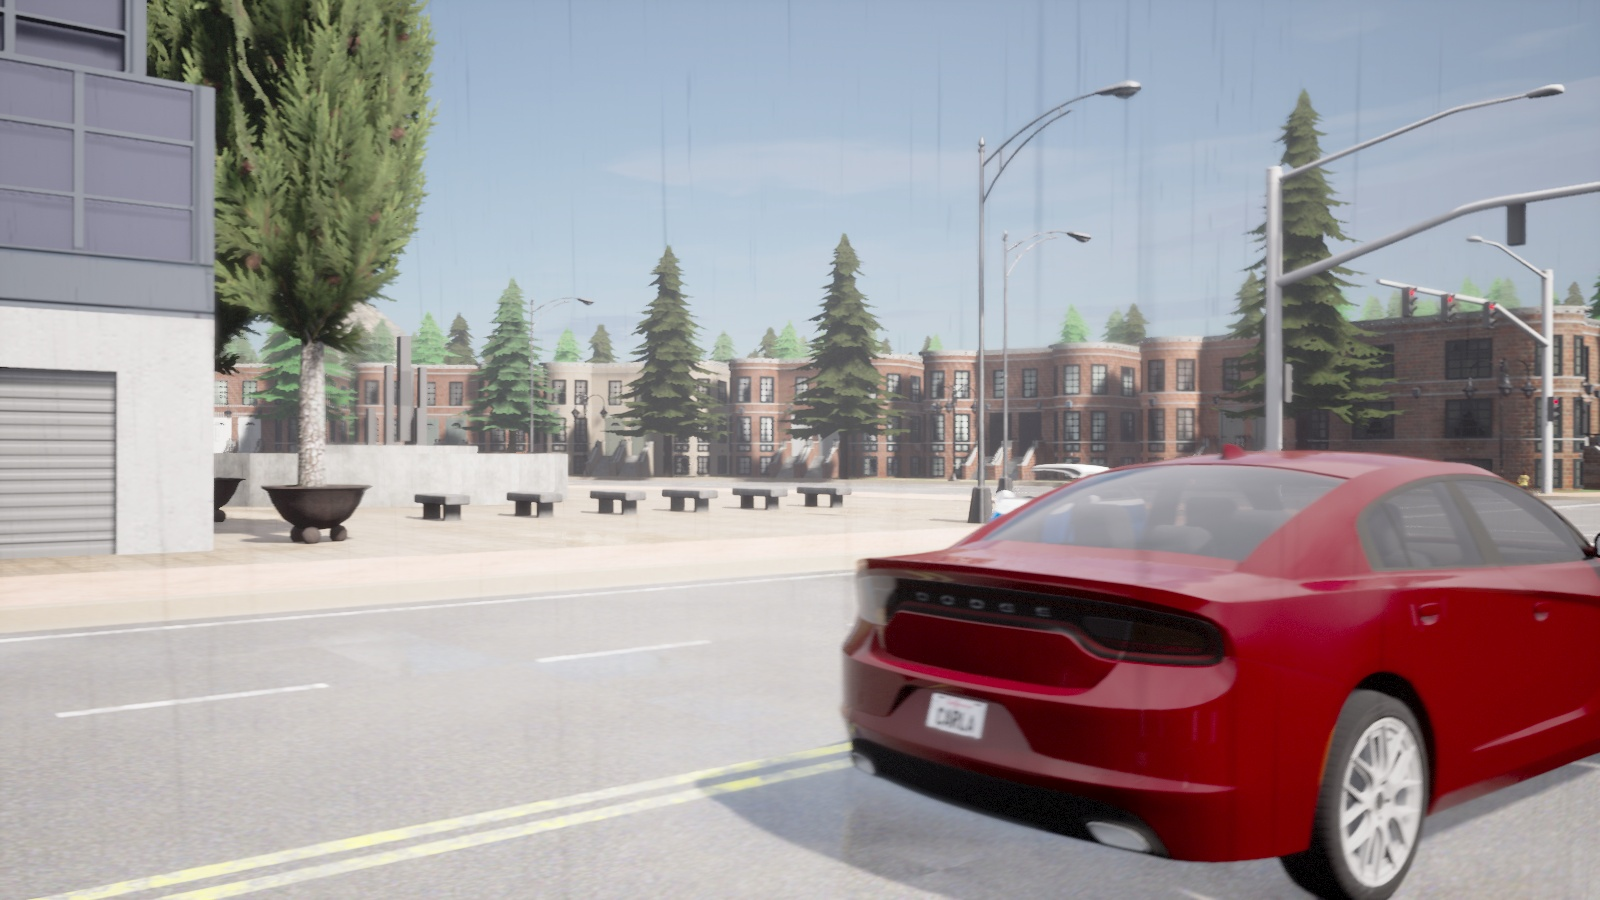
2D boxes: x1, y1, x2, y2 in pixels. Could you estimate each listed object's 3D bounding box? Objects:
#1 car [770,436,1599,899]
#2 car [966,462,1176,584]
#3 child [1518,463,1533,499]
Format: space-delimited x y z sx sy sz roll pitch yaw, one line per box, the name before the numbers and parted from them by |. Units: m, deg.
car | 2.423 0.733 5.736 5.008 1.535 1.882 0 0 -39
car | 3.357 0.836 15.516 2.207 1.376 1.481 0 0 -39
child | 22.742 0.972 39.379 0.394 1.110 0.255 0 0 -35
